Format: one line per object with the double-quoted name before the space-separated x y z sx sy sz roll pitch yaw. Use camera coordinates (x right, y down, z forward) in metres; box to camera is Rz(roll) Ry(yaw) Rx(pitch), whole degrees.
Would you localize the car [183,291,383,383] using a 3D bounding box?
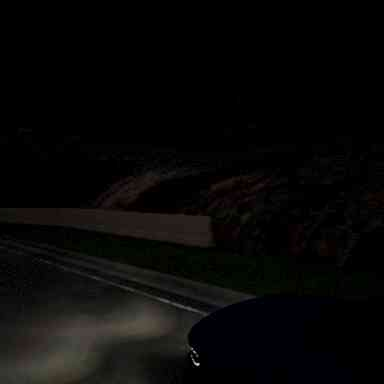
"car" 2.216 1.479 2.507 5.008 1.535 1.882 0 0 36
